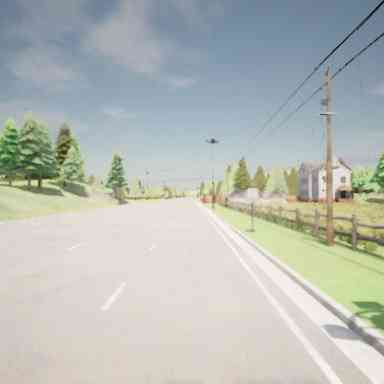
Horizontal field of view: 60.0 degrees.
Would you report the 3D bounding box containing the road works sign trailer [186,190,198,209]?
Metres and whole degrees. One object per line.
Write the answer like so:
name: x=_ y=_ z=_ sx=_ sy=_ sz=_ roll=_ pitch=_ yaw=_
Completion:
road works sign trailer: x=-0.013 y=1.328 z=63.066 sx=2.380 sy=3.560 sz=2.880 roll=0 pitch=-1 yaw=0
